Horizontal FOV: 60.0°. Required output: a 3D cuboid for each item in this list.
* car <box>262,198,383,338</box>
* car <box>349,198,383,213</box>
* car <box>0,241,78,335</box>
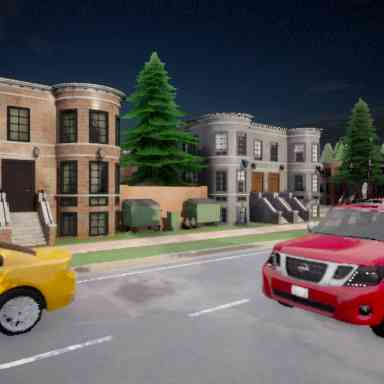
[{"bbox_3d":[3.929,1.222,6.884,5.566,2.045,2.150,0,0,-36],"label":"car"},{"bbox_3d":[19.986,1.464,36.273,1.837,1.490,4.892,-1,1,-32],"label":"car"},{"bbox_3d":[-4.400,1.478,5.112,5.008,1.535,1.882,0,0,-36],"label":"car"}]
